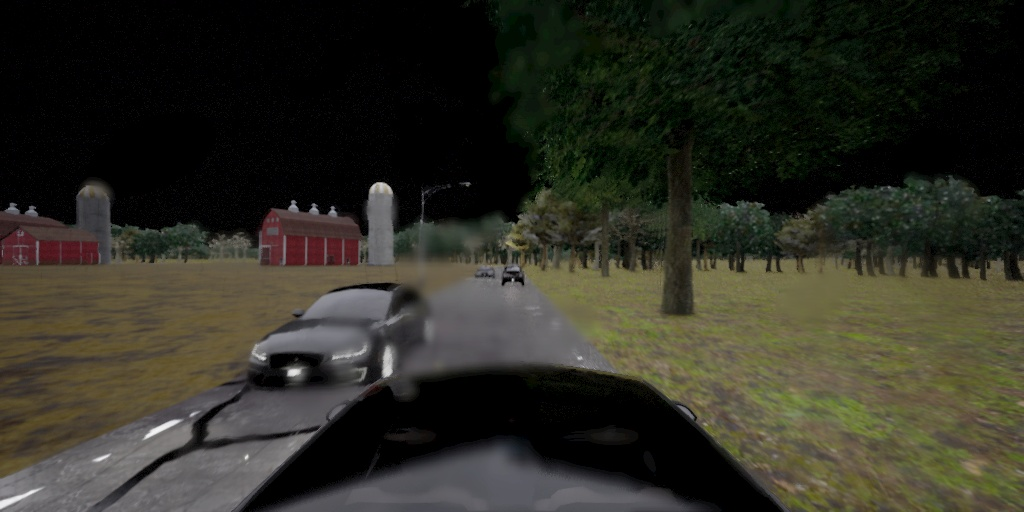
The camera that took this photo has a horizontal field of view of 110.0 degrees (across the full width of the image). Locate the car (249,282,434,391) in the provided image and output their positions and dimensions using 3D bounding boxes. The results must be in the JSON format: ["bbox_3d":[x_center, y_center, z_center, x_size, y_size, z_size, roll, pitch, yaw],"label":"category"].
[{"bbox_3d":[-2.850,1.320,7.124,1.837,1.490,4.892,0,-1,0],"label":"car"}]

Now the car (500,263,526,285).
[{"bbox_3d":[0.094,1.601,29.755,1.837,1.490,4.892,0,-1,1],"label":"car"}]

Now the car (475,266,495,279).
[{"bbox_3d":[-2.851,1.787,39.180,1.994,1.385,4.181,0,-1,0],"label":"car"}]

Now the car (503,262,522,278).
[{"bbox_3d":[0.090,1.609,41.659,2.097,1.767,4.553,0,-1,0],"label":"car"}]
